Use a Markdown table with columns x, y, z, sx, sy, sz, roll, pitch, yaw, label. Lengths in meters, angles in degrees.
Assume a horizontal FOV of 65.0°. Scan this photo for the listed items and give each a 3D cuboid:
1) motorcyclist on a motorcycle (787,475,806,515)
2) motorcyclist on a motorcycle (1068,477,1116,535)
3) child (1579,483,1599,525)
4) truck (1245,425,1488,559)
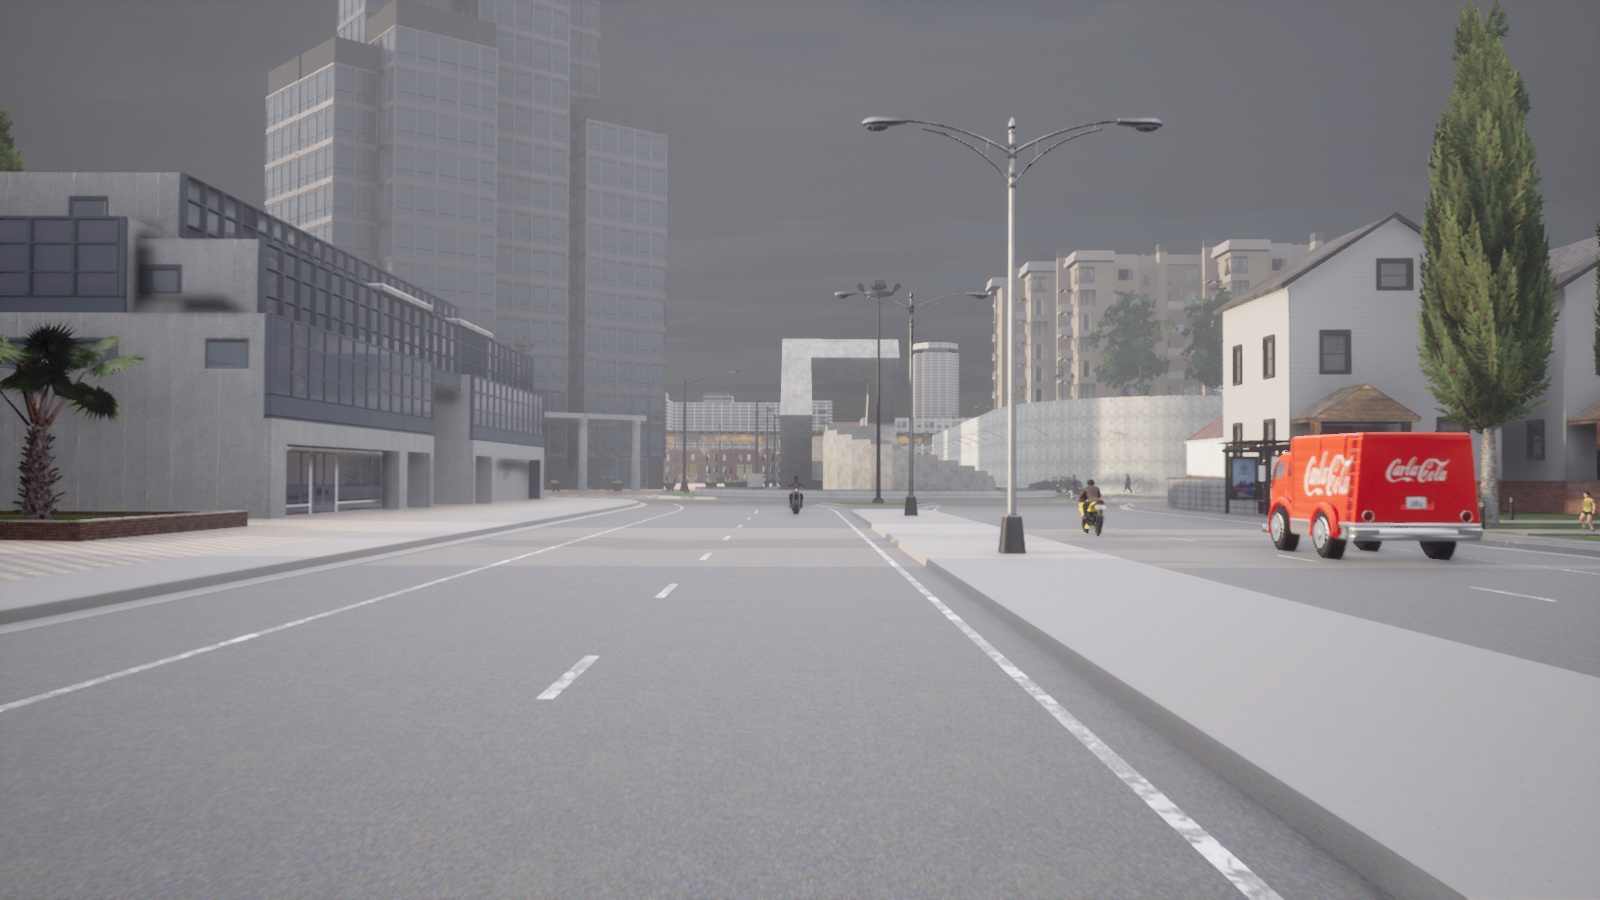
| x | y | z | sx | sy | sz | roll | pitch | yaw | label |
| --- | --- | --- | --- | --- | --- | --- | --- | --- | --- |
| -0.143 | 1.876 | 52.729 | 0.766 | 1.649 | 2.350 | 0 | -1 | -1 | motorcyclist on a motorcycle |
| 7.915 | 1.486 | 34.134 | 0.797 | 1.523 | 2.044 | 0 | -1 | 0 | motorcyclist on a motorcycle |
| 20.851 | 1.417 | 33.185 | 0.394 | 1.110 | 0.255 | 0 | -1 | -17 | child |
| 11.434 | 0.831 | 25.921 | 2.627 | 2.467 | 5.204 | 0 | -1 | 0 | truck |
